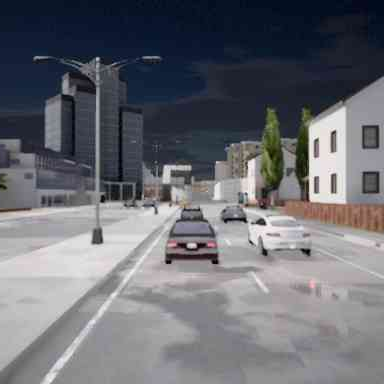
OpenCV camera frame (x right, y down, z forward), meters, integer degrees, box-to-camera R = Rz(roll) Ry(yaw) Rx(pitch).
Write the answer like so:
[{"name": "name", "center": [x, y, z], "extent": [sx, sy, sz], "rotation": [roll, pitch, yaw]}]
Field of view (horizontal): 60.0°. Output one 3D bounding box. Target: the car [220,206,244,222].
[{"name": "car", "center": [3.504, 1.874, 28.530], "extent": [1.994, 1.385, 4.181], "rotation": [0, -1, 0]}]

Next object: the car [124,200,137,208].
[{"name": "car", "center": [-11.550, 2.171, 62.529], "extent": [2.128, 1.511, 4.902], "rotation": [0, -1, 0]}]

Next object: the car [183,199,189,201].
[{"name": "car", "center": [-1.256, 2.175, 66.376], "extent": [1.801, 1.575, 5.366], "rotation": [0, -1, 0]}]

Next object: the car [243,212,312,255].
[{"name": "car", "center": [3.513, 1.677, 13.883], "extent": [1.812, 1.442, 4.674], "rotation": [0, 0, 0]}]

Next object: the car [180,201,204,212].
[{"name": "car", "center": [0.003, 1.802, 28.486], "extent": [2.128, 1.511, 4.902], "rotation": [0, 0, 0]}]

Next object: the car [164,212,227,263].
[{"name": "car", "center": [0.001, 1.685, 12.513], "extent": [2.033, 1.411, 5.357], "rotation": [0, -1, 0]}]

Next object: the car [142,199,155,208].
[{"name": "car", "center": [-8.050, 2.030, 62.614], "extent": [2.097, 1.767, 4.553], "rotation": [0, -1, 0]}]
